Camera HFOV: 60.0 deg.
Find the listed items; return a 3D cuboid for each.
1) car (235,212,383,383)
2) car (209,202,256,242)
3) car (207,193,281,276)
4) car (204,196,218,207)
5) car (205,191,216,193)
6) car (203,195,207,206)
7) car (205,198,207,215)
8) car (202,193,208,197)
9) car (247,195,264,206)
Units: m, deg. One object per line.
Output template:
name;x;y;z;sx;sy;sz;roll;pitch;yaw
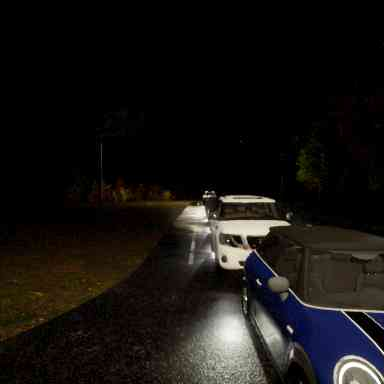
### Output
car;1.940;1.338;4.138;2.097;1.767;4.553;0;0;0
car;1.876;1.384;16.825;1.882;1.535;5.008;0;0;1
car;1.733;1.160;10.485;2.150;2.045;5.566;0;0;1
car;2.682;1.314;47.988;1.994;1.385;4.181;0;0;3
car;2.874;0.938;54.421;2.150;2.045;5.566;0;0;2
car;2.179;1.322;29.326;1.882;1.535;5.008;0;0;1
car;2.028;1.380;23.072;1.837;1.490;4.892;0;0;1
car;2.491;1.275;41.580;2.128;1.511;4.902;0;0;2
car;9.719;1.212;51.370;1.882;1.535;5.008;0;0;1
